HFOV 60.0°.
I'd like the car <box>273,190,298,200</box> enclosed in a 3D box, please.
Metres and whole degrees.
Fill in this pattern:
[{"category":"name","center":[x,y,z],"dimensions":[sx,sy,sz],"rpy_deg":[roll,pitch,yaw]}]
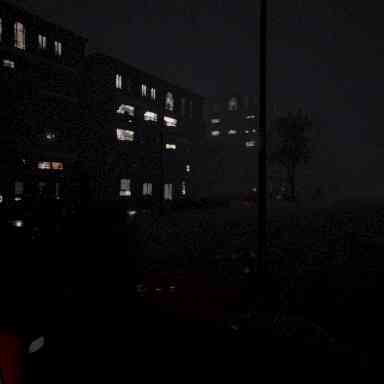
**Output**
[{"category":"car","center":[15.711,0.675,55.877],"dimensions":[1.752,1.417,4.829],"rpy_deg":[2,2,35]}]

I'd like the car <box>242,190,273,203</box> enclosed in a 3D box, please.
[{"category":"car","center":[9.248,0.876,46.598],"dimensions":[2.008,1.369,4.403],"rpy_deg":[2,2,35]}]

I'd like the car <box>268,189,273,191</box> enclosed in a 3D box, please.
[{"category":"car","center":[15.654,0.424,60.361],"dimensions":[2.097,1.767,4.553],"rpy_deg":[1,1,36]}]

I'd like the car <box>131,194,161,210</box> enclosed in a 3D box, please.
[{"category":"car","center":[-5.398,1.027,35.713],"dimensions":[1.882,1.535,5.008],"rpy_deg":[1,2,35]}]

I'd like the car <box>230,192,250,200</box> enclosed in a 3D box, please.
[{"category":"car","center":[8.737,0.650,60.527],"dimensions":[1.947,1.339,4.313],"rpy_deg":[2,2,35]}]

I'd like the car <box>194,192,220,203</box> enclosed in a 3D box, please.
[{"category":"car","center":[2.372,0.808,51.387],"dimensions":[2.008,1.369,4.403],"rpy_deg":[2,2,35]}]

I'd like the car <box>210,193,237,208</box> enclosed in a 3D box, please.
[{"category":"car","center":[2.883,1.051,37.457],"dimensions":[2.008,1.369,4.403],"rpy_deg":[2,2,35]}]

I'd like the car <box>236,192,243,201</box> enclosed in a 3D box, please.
[{"category":"car","center":[5.723,0.811,51.575],"dimensions":[1.994,1.385,4.181],"rpy_deg":[1,1,35]}]

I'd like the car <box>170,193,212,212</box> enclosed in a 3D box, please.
[{"category":"car","center":[-0.300,1.132,32.887],"dimensions":[1.887,1.381,4.507],"rpy_deg":[2,2,35]}]

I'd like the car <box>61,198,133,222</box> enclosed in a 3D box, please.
[{"category":"car","center":[-6.664,1.329,23.749],"dimensions":[1.947,1.339,4.313],"rpy_deg":[2,2,35]}]

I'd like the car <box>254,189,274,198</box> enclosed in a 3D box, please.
[{"category":"car","center":[15.105,0.227,69.661],"dimensions":[2.192,1.841,5.009],"rpy_deg":[2,2,35]}]

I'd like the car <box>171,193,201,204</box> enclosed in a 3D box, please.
[{"category":"car","center":[-0.811,0.910,46.817],"dimensions":[1.947,1.339,4.313],"rpy_deg":[2,2,35]}]

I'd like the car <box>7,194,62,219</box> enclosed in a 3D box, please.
[{"category":"car","center":[-11.906,1.206,26.373],"dimensions":[1.882,1.535,5.008],"rpy_deg":[1,1,35]}]

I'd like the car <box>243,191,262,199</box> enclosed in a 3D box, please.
[{"category":"car","center":[11.822,0.526,64.956],"dimensions":[1.752,1.417,4.829],"rpy_deg":[2,2,35]}]

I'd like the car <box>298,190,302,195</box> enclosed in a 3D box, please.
[{"category":"car","center":[27.831,0.114,87.947],"dimensions":[1.887,1.381,4.507],"rpy_deg":[2,2,35]}]

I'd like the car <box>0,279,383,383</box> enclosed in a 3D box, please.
[{"category":"car","center":[-0.316,1.544,3.096],"dimensions":[4.507,1.381,1.887],"rpy_deg":[0,0,36]}]

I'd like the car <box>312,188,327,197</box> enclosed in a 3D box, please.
[{"category":"car","center":[29.070,0.009,75.595],"dimensions":[2.150,2.045,5.566],"rpy_deg":[1,1,35]}]
